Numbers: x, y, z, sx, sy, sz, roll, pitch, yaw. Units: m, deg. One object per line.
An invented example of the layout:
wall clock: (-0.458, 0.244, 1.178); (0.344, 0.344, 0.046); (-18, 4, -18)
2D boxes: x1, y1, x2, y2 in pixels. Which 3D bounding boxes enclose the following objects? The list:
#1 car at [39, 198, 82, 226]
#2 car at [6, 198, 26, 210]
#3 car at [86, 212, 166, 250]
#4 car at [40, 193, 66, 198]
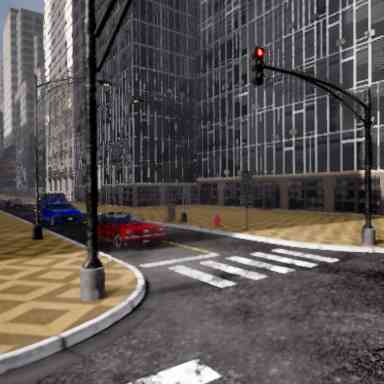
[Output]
car: (-9.312, 1.466, 23.588); (1.882, 1.535, 5.008); (-1, 0, -35)
car: (-22.514, 1.514, 42.403); (2.033, 1.411, 5.357); (-1, 1, -35)
car: (-3.042, 1.599, 14.722); (1.895, 1.301, 4.718); (-1, 1, -35)
car: (-16.317, 1.153, 39.030); (2.150, 2.045, 5.566); (-1, 1, -35)
